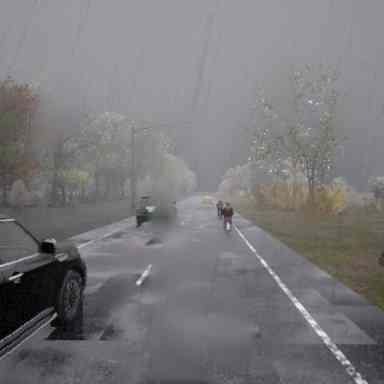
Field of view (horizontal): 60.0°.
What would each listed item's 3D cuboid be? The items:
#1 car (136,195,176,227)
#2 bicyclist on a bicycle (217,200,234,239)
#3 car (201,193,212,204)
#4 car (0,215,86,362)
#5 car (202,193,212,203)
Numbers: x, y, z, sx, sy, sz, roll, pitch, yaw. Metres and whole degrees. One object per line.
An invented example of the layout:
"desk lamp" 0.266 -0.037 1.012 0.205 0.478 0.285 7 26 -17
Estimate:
"car" -2.354 1.227 22.822 2.150 2.045 5.566 0 0 2
"bicyclist on a bicycle" 1.745 1.374 16.400 0.659 1.776 1.843 0 0 2
"car" 2.871 1.495 63.289 1.882 1.535 5.008 0 0 2
"car" -3.155 1.223 3.935 2.150 2.045 5.566 0 0 2
"car" 3.242 1.247 74.261 2.150 2.045 5.566 0 0 2
